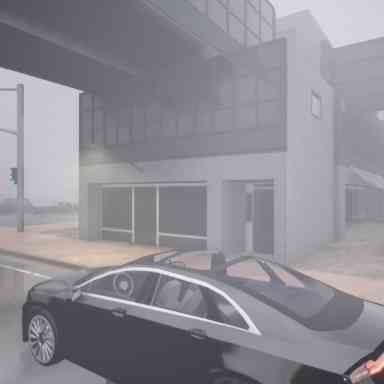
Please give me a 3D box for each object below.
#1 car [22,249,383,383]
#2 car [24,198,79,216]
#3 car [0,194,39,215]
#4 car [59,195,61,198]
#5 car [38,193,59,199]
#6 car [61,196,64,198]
[{"bbox_3d":[-0.217,1.491,4.148,4.902,1.511,2.128,0,0,35],"label":"car"},{"bbox_3d":[-13.405,1.600,32.655,1.895,1.301,4.718,0,0,36],"label":"car"},{"bbox_3d":[-17.903,1.352,32.429,2.097,1.767,4.553,0,0,36],"label":"car"},{"bbox_3d":[-28.861,1.363,71.730,3.905,1.438,1.784,0,0,35],"label":"car"},{"bbox_3d":[-30.588,1.152,69.404,4.605,1.855,1.932,0,0,35],"label":"car"},{"bbox_3d":[-12.565,1.477,39.660,1.882,1.535,5.008,0,0,37],"label":"car"}]
